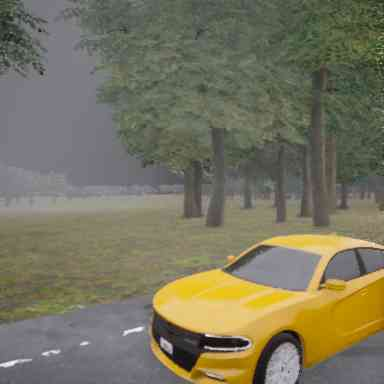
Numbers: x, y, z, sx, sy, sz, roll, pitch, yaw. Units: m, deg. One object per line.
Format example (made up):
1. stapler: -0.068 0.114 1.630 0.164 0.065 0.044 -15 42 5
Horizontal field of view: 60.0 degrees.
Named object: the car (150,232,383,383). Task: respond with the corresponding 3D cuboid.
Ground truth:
1. car: 1.754 1.455 5.200 5.008 1.535 1.882 0 0 -35
